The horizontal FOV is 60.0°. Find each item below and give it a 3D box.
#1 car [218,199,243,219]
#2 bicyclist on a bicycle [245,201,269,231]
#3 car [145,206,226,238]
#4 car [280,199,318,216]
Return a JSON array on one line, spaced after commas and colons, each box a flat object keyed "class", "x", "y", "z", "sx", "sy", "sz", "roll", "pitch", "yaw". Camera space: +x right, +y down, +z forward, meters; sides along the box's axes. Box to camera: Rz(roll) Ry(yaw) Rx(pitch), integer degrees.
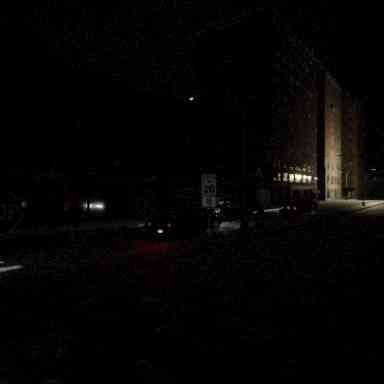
[{"class": "car", "x": 2.385, "y": 1.384, "z": 26.924, "sx": 2.097, "sy": 1.767, "sz": 4.553, "roll": 0, "pitch": 0, "yaw": 36}, {"class": "bicyclist on a bicycle", "x": 3.494, "y": 1.322, "z": 18.402, "sx": 1.656, "sy": 1.620, "sz": 0.582, "roll": -1, "pitch": 0, "yaw": 36}, {"class": "car", "x": -0.272, "y": 1.637, "z": 18.129, "sx": 1.895, "sy": 1.301, "sz": 4.718, "roll": 0, "pitch": 0, "yaw": 36}, {"class": "car", "x": 10.489, "y": 1.552, "z": 33.197, "sx": 2.033, "sy": 1.411, "sz": 5.357, "roll": 0, "pitch": 0, "yaw": 36}]
